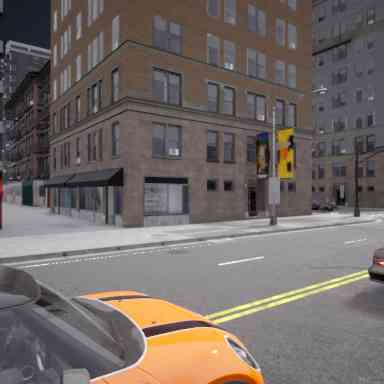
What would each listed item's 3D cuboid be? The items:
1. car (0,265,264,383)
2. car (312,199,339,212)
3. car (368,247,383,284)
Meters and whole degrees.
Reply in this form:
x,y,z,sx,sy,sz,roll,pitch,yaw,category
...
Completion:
x,y,z,sx,sy,sz,roll,pitch,yaw,category
-1.555,1.352,2.292,4.553,1.767,2.097,0,0,-37,car
14.017,1.534,38.445,2.033,1.411,5.357,0,0,-36,car
6.407,1.549,8.205,5.357,1.411,2.033,0,0,-37,car
